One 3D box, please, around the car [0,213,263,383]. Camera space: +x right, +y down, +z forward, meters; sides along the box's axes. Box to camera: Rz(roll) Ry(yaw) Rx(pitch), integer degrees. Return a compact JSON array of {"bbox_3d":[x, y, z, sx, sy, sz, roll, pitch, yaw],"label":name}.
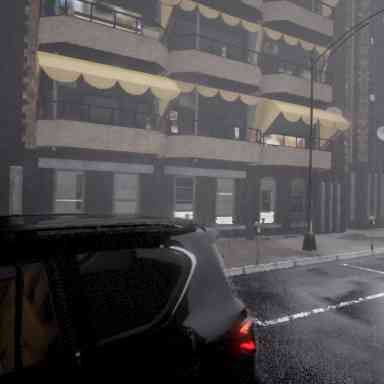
[{"bbox_3d":[-2.089,1.223,1.768,5.566,2.045,2.150,0,0,-34],"label":"car"}]
